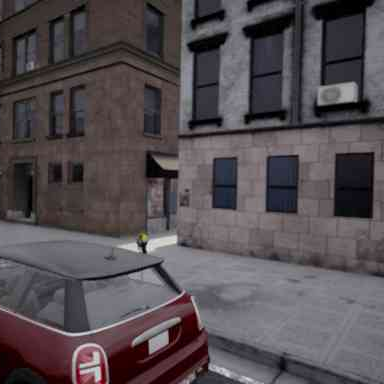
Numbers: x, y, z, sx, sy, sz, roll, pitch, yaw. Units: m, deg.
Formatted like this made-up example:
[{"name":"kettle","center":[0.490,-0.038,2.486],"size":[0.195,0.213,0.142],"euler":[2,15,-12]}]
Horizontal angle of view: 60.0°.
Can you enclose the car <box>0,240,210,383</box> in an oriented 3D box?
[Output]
[{"name":"car","center":[-1.890,1.330,4.135],"size":[4.097,1.590,1.967],"euler":[2,1,35]}]
